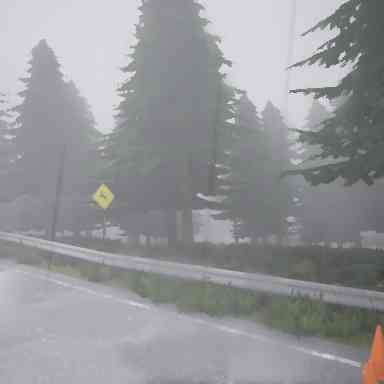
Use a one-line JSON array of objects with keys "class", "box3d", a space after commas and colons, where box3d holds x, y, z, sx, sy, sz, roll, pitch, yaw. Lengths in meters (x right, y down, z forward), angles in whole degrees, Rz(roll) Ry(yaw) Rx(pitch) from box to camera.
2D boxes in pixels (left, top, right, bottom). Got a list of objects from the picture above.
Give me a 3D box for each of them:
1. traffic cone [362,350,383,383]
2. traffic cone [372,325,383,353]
[{"class": "traffic cone", "box3d": [1.775, 1.956, 3.290, 0.340, 0.580, 0.340, 0, 0, 34]}, {"class": "traffic cone", "box3d": [2.322, 1.956, 4.124, 0.340, 0.580, 0.340, 0, 0, 34]}]
